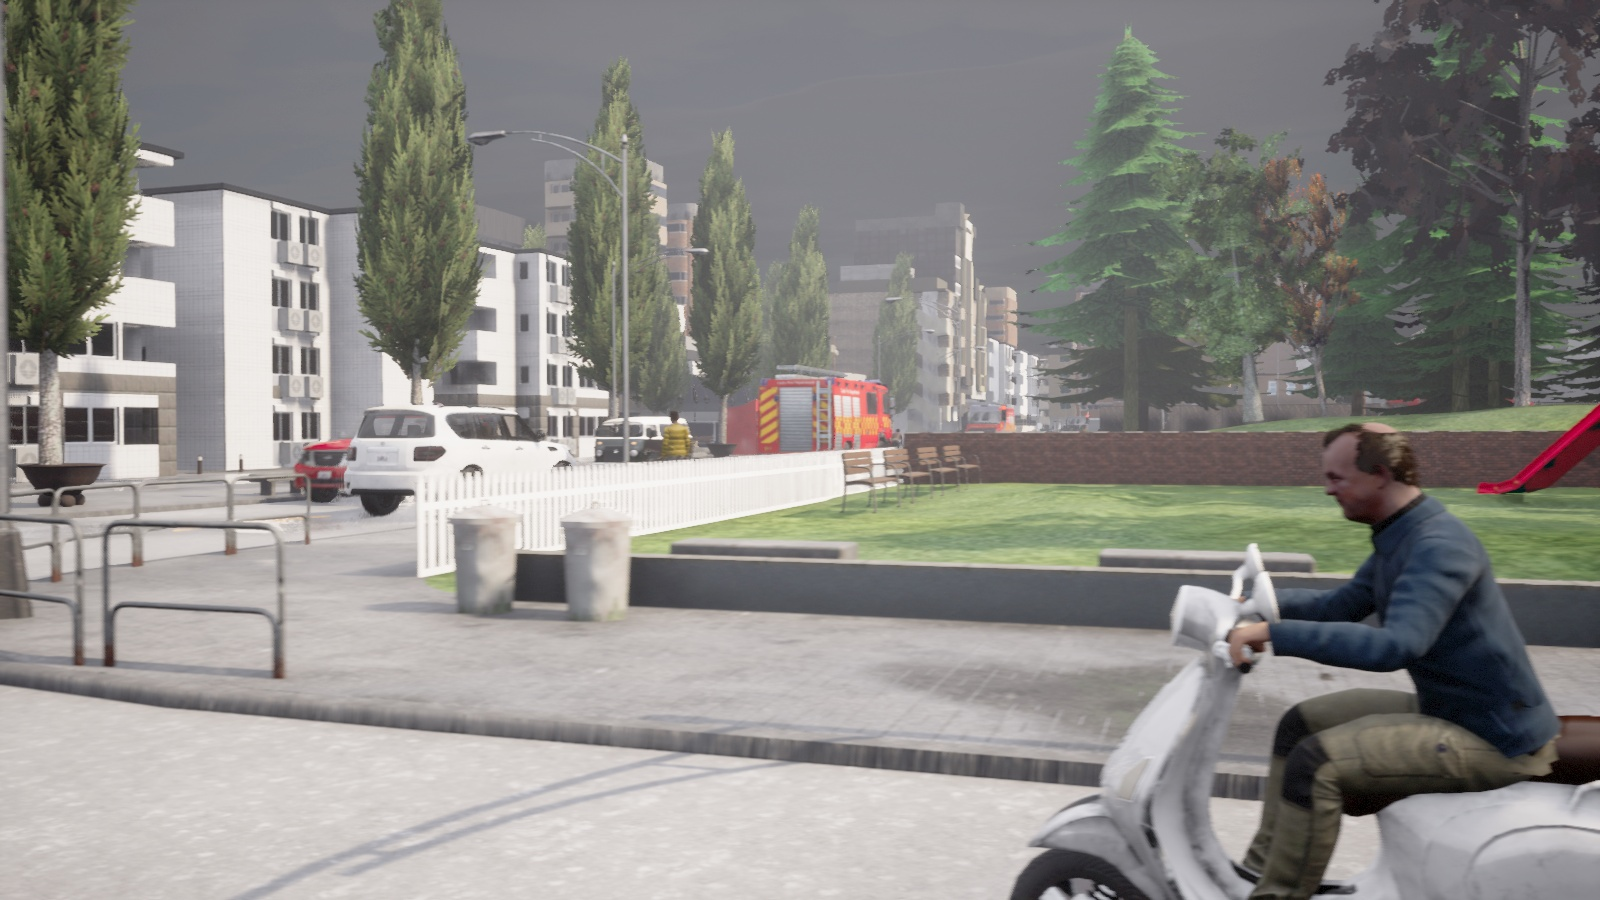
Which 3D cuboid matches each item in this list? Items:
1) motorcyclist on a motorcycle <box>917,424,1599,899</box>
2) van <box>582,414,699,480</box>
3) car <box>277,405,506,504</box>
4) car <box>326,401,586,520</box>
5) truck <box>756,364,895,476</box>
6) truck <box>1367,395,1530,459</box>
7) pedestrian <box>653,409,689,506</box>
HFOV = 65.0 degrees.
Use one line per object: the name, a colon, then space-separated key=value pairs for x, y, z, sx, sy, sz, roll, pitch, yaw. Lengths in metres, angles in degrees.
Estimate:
motorcyclist on a motorcycle: x=1.294 y=0.733 z=3.282 sx=1.817 sy=1.590 sz=0.866 roll=1 pitch=1 yaw=18
van: x=-5.147 y=-0.127 z=41.238 sx=2.069 sy=2.038 sz=4.480 roll=1 pitch=1 yaw=18
car: x=-9.207 y=0.049 z=28.974 sx=2.150 sy=2.045 sz=5.566 roll=1 pitch=1 yaw=18
car: x=-6.480 y=0.130 z=24.528 sx=2.150 sy=2.045 sz=5.566 roll=1 pitch=1 yaw=19
truck: x=1.163 y=-1.093 z=47.549 sx=2.891 sy=3.827 sz=8.468 roll=1 pitch=1 yaw=18
truck: x=39.674 y=-1.417 z=77.163 sx=8.468 sy=3.827 sz=2.891 roll=1 pitch=1 yaw=18
pedestrian: x=-2.492 y=0.141 z=24.227 sx=0.431 sy=1.840 sz=0.709 roll=0 pitch=1 yaw=-30
